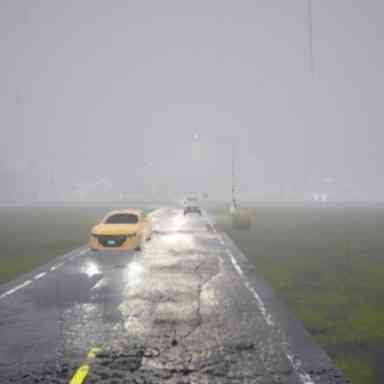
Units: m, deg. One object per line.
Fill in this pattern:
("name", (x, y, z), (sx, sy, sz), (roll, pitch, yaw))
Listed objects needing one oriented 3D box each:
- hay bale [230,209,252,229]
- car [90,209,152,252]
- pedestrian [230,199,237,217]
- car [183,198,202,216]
("hay bale", (3.124, 1.712, 21.283), (1.220, 1.180, 1.240), (0, 0, 0))
("car", (-2.851, 1.516, 14.258), (1.882, 1.535, 5.008), (0, 0, 0))
("pedestrian", (2.822, 1.358, 22.383), (0.375, 1.860, 0.375), (0, 0, 4))
("car", (0.045, 1.635, 34.001), (2.033, 1.411, 5.357), (0, 0, 1))
